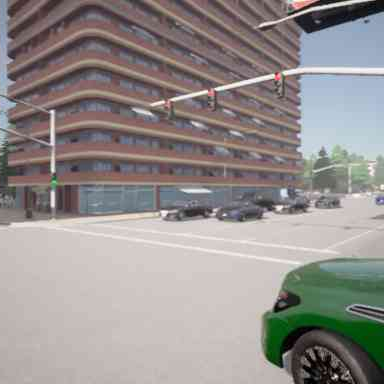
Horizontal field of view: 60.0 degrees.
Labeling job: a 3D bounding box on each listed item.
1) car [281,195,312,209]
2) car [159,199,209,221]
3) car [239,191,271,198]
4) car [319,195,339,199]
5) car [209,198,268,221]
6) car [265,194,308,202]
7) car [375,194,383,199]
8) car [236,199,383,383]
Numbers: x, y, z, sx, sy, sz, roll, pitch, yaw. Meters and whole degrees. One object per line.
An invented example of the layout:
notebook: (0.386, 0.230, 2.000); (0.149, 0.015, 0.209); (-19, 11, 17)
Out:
car: (12.824, 1.157, 40.709); (1.837, 1.490, 4.892); (0, 1, 40)
car: (-0.395, 1.314, 25.141); (2.128, 1.511, 4.902); (0, 1, 40)
car: (6.122, 0.960, 32.825); (2.150, 2.045, 5.566); (0, 1, 40)
car: (15.878, 1.156, 38.900); (1.837, 1.490, 4.892); (0, 1, 40)
car: (3.507, 1.374, 24.333); (1.994, 1.385, 4.181); (0, 1, 40)
car: (9.228, 1.228, 31.076); (2.128, 1.511, 4.902); (0, 1, 40)
car: (26.805, 1.028, 46.084); (1.882, 1.535, 5.008); (0, 0, 40)
car: (3.204, 1.187, 2.445); (2.150, 2.045, 5.566); (-1, 1, -42)
